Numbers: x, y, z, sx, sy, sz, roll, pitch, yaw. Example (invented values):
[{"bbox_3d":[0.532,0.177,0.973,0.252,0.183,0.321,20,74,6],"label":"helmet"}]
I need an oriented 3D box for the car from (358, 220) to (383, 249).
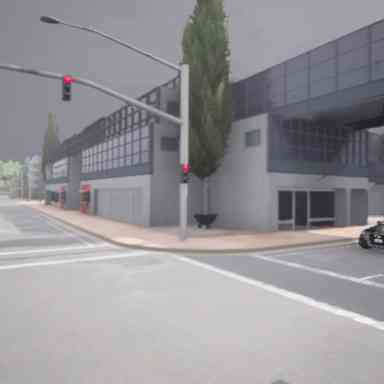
[{"bbox_3d":[8.759,1.678,13.651,4.181,1.385,1.994,1,0,-32],"label":"car"}]
